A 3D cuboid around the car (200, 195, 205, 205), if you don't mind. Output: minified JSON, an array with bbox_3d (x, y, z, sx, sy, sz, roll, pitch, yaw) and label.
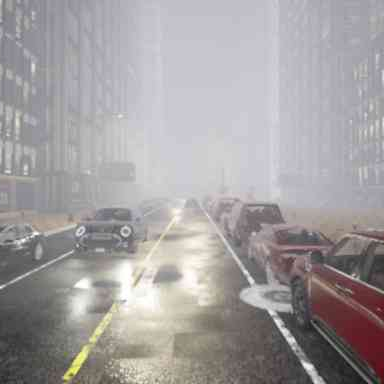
[{"bbox_3d":[2.705,1.560,53.672,1.947,1.339,4.313,0,0,0],"label":"car"}]

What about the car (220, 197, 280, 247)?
[{"bbox_3d":[2.698,1.314,14.897,2.192,1.841,5.009,0,0,0],"label":"car"}]

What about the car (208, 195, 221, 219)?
[{"bbox_3d":[2.701,1.313,25.976,2.192,1.841,5.009,0,0,0],"label":"car"}]

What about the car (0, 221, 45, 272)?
[{"bbox_3d":[-5.685,1.551,9.358,2.008,1.369,4.403,0,0,0],"label":"car"}]

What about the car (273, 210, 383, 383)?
[{"bbox_3d":[2.696,1.315,3.818,2.192,1.841,5.009,0,0,0],"label":"car"}]

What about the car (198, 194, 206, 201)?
[{"bbox_3d":[2.712,1.427,86.908,1.967,1.590,4.097,0,0,0],"label":"car"}]

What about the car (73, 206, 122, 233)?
[{"bbox_3d":[-5.682,1.581,20.438,1.802,1.307,4.206,0,0,0],"label":"car"}]

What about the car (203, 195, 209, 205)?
[{"bbox_3d":[2.703,1.521,42.764,1.752,1.417,4.829,0,0,0],"label":"car"}]

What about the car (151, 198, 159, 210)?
[{"bbox_3d":[-5.677,1.578,42.595,1.802,1.307,4.206,0,0,0],"label":"car"}]

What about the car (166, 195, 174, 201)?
[{"bbox_3d":[-5.669,1.531,86.909,1.887,1.381,4.507,0,0,0],"label":"car"}]

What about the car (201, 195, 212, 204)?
[{"bbox_3d":[2.708,1.432,64.751,1.967,1.590,4.097,0,0,0],"label":"car"}]

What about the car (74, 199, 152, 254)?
[{"bbox_3d":[-3.061,1.350,13.392,2.097,1.767,4.553,0,0,0],"label":"car"}]

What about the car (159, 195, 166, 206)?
[{"bbox_3d":[-5.675,1.576,53.674,1.802,1.307,4.206,0,0,0],"label":"car"}]

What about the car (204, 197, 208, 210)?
[{"bbox_3d":[2.702,1.547,37.054,2.008,1.369,4.403,0,0,0],"label":"car"}]

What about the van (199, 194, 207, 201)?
[{"bbox_3d":[2.711,1.329,81.368,1.690,1.788,3.998,0,0,0],"label":"van"}]

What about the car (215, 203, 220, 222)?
[{"bbox_3d":[2.698,1.564,20.437,1.947,1.339,4.313,0,0,0],"label":"car"}]

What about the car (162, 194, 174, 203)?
[{"bbox_3d":[-5.671,1.305,70.291,2.192,1.841,5.009,0,0,0],"label":"car"}]

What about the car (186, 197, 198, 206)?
[{"bbox_3d":[0.013,1.541,55.784,2.033,1.411,5.357,0,0,0],"label":"car"}]

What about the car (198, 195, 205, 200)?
[{"bbox_3d":[2.713,1.511,92.617,1.752,1.417,4.829,0,0,0],"label":"car"}]

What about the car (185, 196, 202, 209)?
[{"bbox_3d":[0.010,1.559,45.776,1.994,1.385,4.181,0,0,0],"label":"car"}]

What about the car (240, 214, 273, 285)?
[{"bbox_3d":[2.696,1.544,9.357,1.887,1.381,4.507,0,0,0],"label":"car"}]
